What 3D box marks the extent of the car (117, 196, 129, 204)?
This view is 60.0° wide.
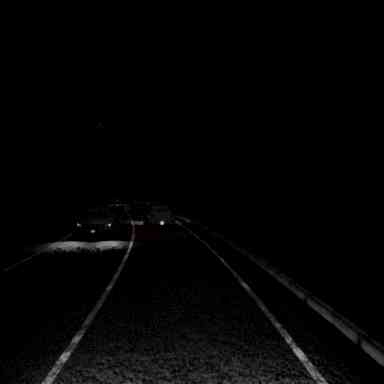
[{"bbox_3d":[-11.943,1.435,58.570,1.895,1.301,4.718,0,0,0],"label":"car"}]

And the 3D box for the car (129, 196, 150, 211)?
[{"bbox_3d":[-6.305,1.312,41.061,2.097,1.767,4.553,1,0,-12],"label":"car"}]

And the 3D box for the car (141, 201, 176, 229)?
[{"bbox_3d":[-2.152,1.565,21.617,1.812,1.442,4.674,1,0,-10],"label":"car"}]

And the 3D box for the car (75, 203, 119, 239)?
[{"bbox_3d":[-4.945,1.528,17.667,1.812,1.442,4.674,1,0,-9],"label":"car"}]
